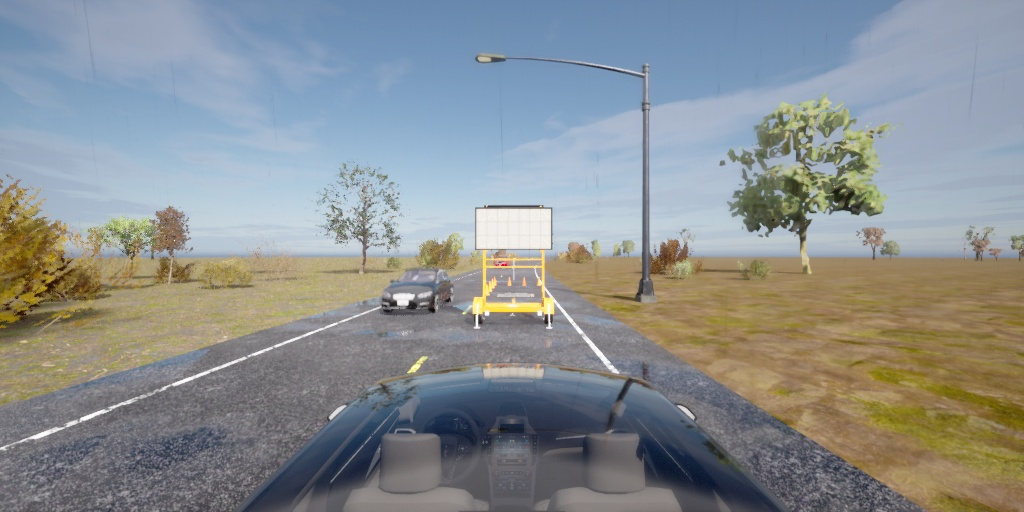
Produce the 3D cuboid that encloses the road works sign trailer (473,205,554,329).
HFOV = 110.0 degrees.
[{"bbox_3d":[0.057,0.214,11.270,2.380,3.560,2.880,0,0,1],"label":"road works sign trailer"}]

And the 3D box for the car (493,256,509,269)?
[{"bbox_3d":[-1.651,0.960,57.246,2.150,2.045,5.566,0,0,4],"label":"car"}]

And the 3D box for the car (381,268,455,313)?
[{"bbox_3d":[-3.467,1.241,13.977,2.128,1.511,4.902,0,0,1],"label":"car"}]
